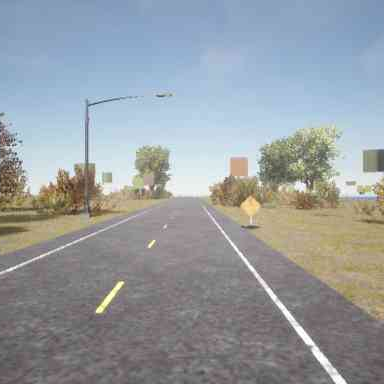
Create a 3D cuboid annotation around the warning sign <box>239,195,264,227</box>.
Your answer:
[{"bbox_3d":[3.537,1.124,19.963,1.300,1.860,1.060,-1,-1,0],"label":"warning sign"}]
